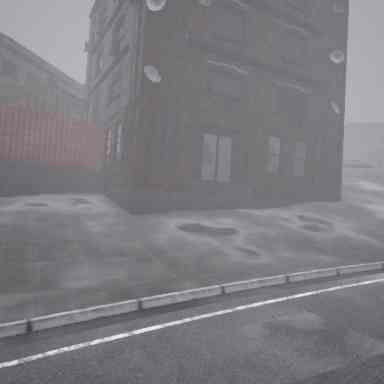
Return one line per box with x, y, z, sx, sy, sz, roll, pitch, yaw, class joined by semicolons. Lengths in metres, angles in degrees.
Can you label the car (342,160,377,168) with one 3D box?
20.980;-3.283;42.396;4.553;1.767;2.185;2;-3;14;car
